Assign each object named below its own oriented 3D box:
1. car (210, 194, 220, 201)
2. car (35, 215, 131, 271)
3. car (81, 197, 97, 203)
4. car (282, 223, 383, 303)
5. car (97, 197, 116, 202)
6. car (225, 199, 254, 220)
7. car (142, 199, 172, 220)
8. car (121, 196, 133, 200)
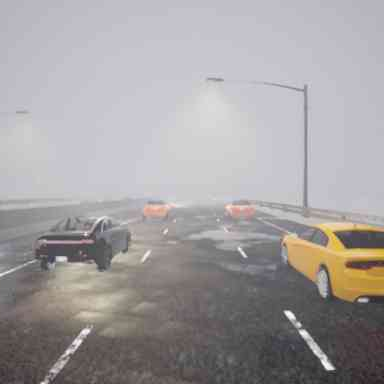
[{"bbox_3d":[6.711,1.666,92.927,2.097,1.767,4.553,0,0,4],"label":"car"},{"bbox_3d":[-3.287,1.499,10.893,2.128,1.511,4.902,0,0,1],"label":"car"},{"bbox_3d":[-19.376,1.651,63.580,2.033,1.411,5.357,0,0,3],"label":"car"},{"bbox_3d":[3.677,1.500,8.318,1.882,1.535,5.008,0,0,1],"label":"car"},{"bbox_3d":[-15.882,1.616,63.523,2.128,1.511,4.902,0,0,3],"label":"car"},{"bbox_3d":[4.059,1.411,28.835,2.097,1.767,4.553,0,0,1],"label":"car"},{"bbox_3d":[-2.941,1.392,28.914,2.097,1.767,4.553,0,0,1],"label":"car"},{"bbox_3d":[-12.386,1.626,63.396,1.837,1.490,4.892,0,0,3],"label":"car"}]
